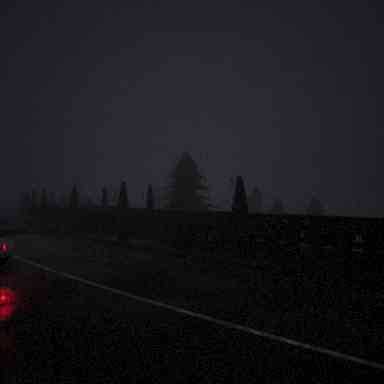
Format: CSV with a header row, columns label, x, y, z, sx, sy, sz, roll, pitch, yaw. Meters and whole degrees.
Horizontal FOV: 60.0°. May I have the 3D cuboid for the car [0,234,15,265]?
label,x,y,z,sx,sy,sz,roll,pitch,yaw
car,-7.672,1.705,11.137,1.895,1.301,4.718,0,-1,-45
